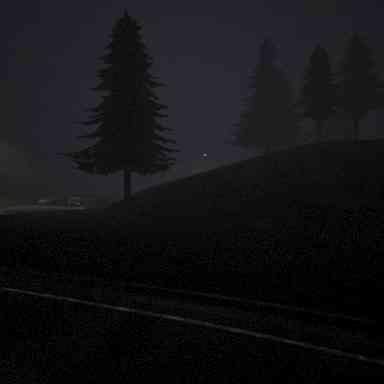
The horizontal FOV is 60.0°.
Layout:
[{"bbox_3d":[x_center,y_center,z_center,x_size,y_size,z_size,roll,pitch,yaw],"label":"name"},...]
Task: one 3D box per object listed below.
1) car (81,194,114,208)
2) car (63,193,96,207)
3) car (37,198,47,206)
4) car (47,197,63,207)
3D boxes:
[{"bbox_3d":[-13.417,1.491,48.964,2.128,1.511,4.902,0,0,22],"label":"car"},{"bbox_3d":[-16.412,1.222,50.895,2.150,2.045,5.566,0,0,22],"label":"car"},{"bbox_3d":[-22.763,1.525,53.852,1.812,1.442,4.674,0,0,22],"label":"car"},{"bbox_3d":[-19.733,1.601,52.020,1.895,1.301,4.718,0,0,22],"label":"car"}]
